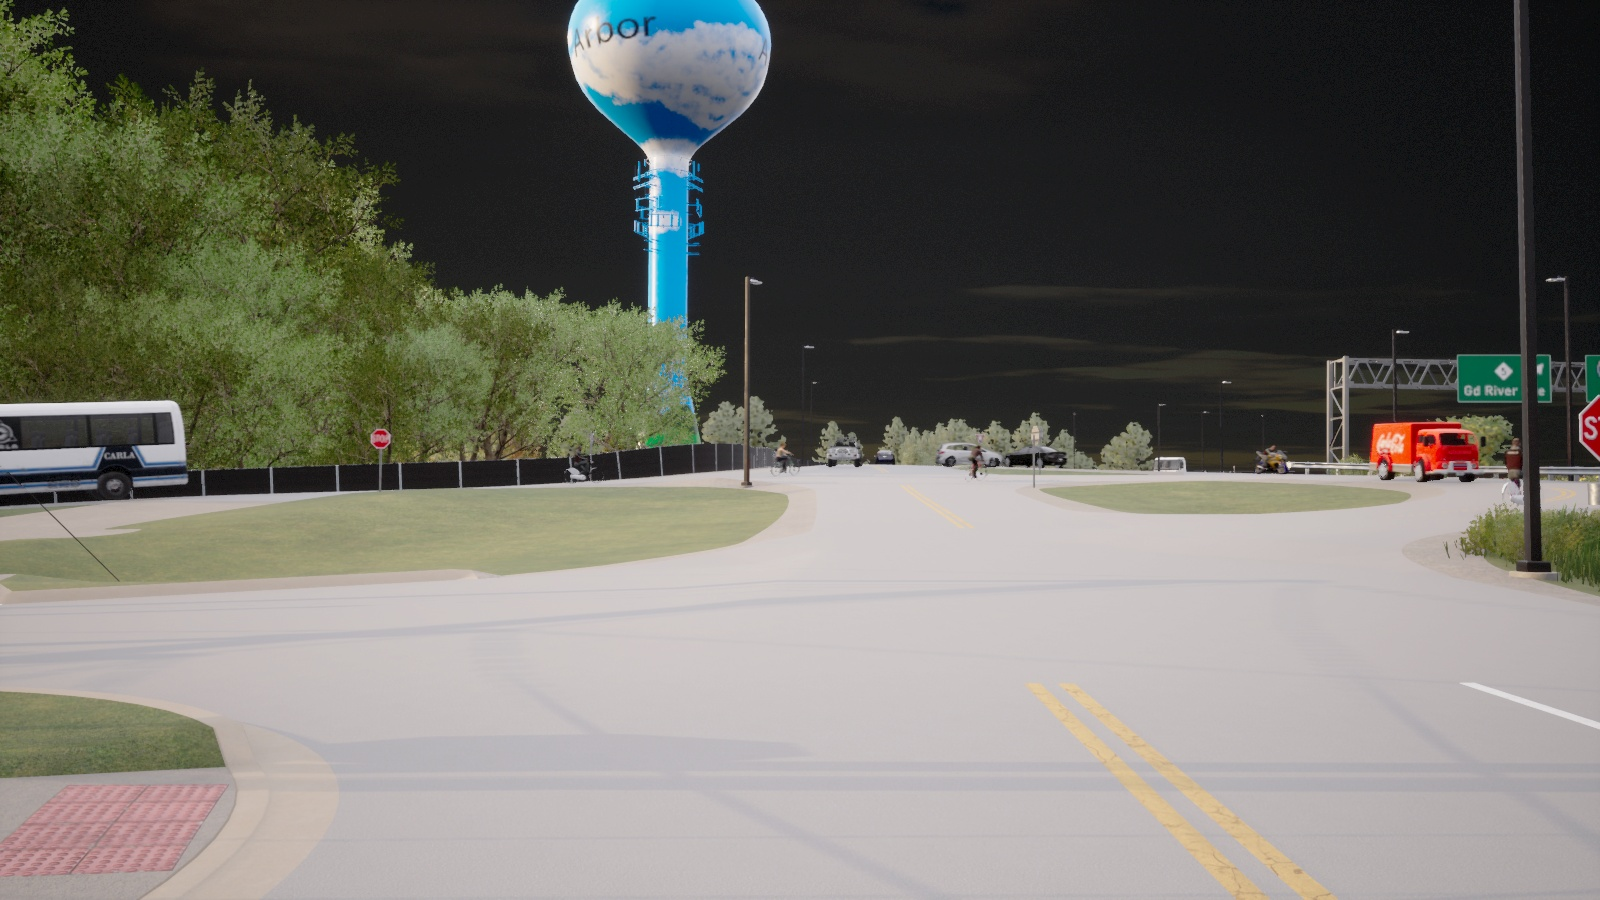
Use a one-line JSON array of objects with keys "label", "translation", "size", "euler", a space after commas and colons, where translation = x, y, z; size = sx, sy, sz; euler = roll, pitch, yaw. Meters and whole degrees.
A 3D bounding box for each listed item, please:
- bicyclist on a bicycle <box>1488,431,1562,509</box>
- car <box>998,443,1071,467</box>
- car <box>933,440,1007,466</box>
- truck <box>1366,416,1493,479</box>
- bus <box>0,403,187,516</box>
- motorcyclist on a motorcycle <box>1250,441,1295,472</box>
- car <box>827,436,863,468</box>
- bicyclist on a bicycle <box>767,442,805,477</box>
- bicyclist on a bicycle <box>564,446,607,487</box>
[{"label": "bicyclist on a bicycle", "translation": [17.235, 0.463, 29.856], "size": [1.843, 1.776, 0.659], "euler": [-2, -1, -33]}, {"label": "car", "translation": [15.602, 0.336, 83.816], "size": [1.882, 1.535, 5.008], "euler": [0, 0, -33]}, {"label": "car", "translation": [11.504, 0.185, 85.048], "size": [4.611, 1.667, 2.242], "euler": [1, 0, -3]}, {"label": "truck", "translation": [26.007, -0.127, 52.153], "size": [2.627, 2.467, 5.204], "euler": [0, 0, -1]}, {"label": "bus", "translation": [-31.823, 0.451, 52.518], "size": [10.273, 4.253, 3.944], "euler": [-4, 1, -39]}, {"label": "motorcyclist on a motorcycle", "translation": [23.860, 0.341, 63.470], "size": [0.866, 1.530, 2.191], "euler": [0, 0, -23]}, {"label": "car", "translation": [2.783, 0.111, 77.330], "size": [1.932, 1.855, 4.605], "euler": [0, 0, 5]}, {"label": "bicyclist on a bicycle", "translation": [-0.659, 0.460, 60.062], "size": [1.509, 1.612, 0.866], "euler": [-2, -1, -25]}, {"label": "bicyclist on a bicycle", "translation": [-9.854, 0.753, 57.717], "size": [1.843, 1.776, 0.659], "euler": [-3, -1, -12]}]
